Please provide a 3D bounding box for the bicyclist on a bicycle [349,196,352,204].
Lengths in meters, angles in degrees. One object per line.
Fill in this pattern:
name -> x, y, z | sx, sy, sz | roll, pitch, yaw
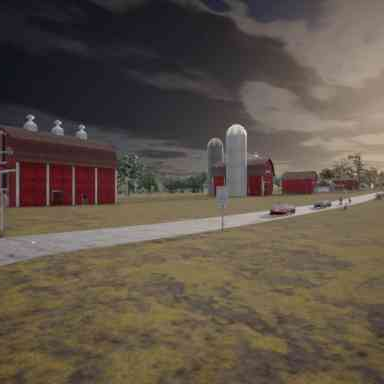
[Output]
bicyclist on a bicycle -> 32.944, 1.619, 69.360 | 0.866, 1.612, 1.509 | 0, 1, 35

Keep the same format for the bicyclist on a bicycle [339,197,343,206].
bicyclist on a bicycle -> 27.763, 1.731, 62.009 | 0.582, 1.620, 1.656 | 0, 0, 35

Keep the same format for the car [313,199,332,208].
car -> 21.171, 1.885, 53.807 | 2.033, 1.411, 5.357 | 0, 0, 35

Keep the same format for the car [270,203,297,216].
car -> 10.718, 1.973, 38.974 | 1.994, 1.385, 4.181 | 0, 0, 35
